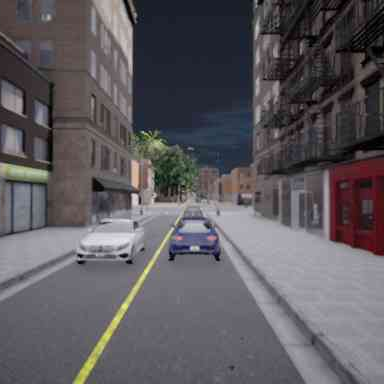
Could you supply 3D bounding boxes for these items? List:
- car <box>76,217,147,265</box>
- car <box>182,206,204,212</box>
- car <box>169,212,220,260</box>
[{"bbox_3d":[-2.838,1.716,12.598,1.812,1.442,4.674,0,-1,0],"label":"car"},{"bbox_3d":[0.094,2.011,30.378,2.033,1.411,5.357,0,-1,0],"label":"car"},{"bbox_3d":[0.093,1.725,13.226,1.812,1.442,4.674,0,-1,0],"label":"car"}]
